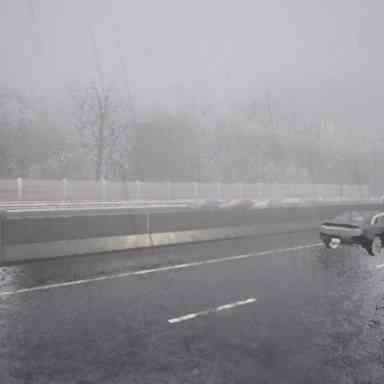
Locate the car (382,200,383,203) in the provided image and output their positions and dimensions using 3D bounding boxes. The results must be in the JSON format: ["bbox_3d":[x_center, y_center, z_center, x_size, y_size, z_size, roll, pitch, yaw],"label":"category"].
[{"bbox_3d":[35.991,1.598,59.637,4.718,1.301,1.895,0,0,-36],"label":"car"}]

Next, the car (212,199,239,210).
[{"bbox_3d":[4.789,1.470,33.201,5.008,1.535,1.882,0,0,-35],"label":"car"}]

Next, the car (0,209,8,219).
[{"bbox_3d":[-13.831,1.505,19.920,4.892,1.490,1.837,0,0,-35],"label":"car"}]

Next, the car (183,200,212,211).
[{"bbox_3d":[1.640,1.540,35.256,5.357,1.411,2.033,0,0,-36],"label":"car"}]

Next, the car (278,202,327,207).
[{"bbox_3d":[10.162,1.541,28.438,5.357,1.411,2.033,0,0,-35],"label":"car"}]

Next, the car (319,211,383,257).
[{"bbox_3d":[7.005,1.485,13.041,4.902,1.511,2.128,0,0,-36],"label":"car"}]

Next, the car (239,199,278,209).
[{"bbox_3d":[6.835,1.519,30.370,4.674,1.442,1.812,0,0,-35],"label":"car"}]
